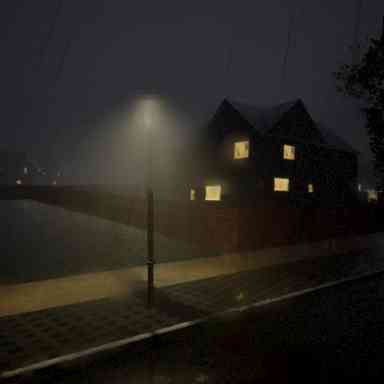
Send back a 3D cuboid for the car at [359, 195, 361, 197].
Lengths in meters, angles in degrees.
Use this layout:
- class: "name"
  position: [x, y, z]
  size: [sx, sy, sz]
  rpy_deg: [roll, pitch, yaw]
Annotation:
- class: "car"
  position: [26.301, 0.481, 54.998]
  size: [2.033, 1.411, 5.357]
  rpy_deg: [1, 2, -3]
